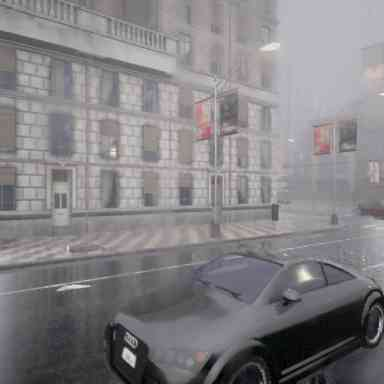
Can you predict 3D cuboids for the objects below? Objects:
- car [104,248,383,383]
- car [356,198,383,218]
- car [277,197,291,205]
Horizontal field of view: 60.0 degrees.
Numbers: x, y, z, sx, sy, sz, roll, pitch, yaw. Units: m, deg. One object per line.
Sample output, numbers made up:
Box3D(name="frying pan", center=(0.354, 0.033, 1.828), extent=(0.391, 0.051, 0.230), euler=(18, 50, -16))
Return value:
Box3D(name="car", center=(0.945, 1.564, 4.697), extent=(4.181, 1.385, 1.994), euler=(0, 0, -36))
Box3D(name="car", center=(16.081, 1.352, 28.005), extent=(2.097, 1.767, 4.553), euler=(0, 0, -13))
Box3D(name="car", center=(14.931, 1.601, 58.480), extent=(1.895, 1.301, 4.718), euler=(0, 0, -37))
